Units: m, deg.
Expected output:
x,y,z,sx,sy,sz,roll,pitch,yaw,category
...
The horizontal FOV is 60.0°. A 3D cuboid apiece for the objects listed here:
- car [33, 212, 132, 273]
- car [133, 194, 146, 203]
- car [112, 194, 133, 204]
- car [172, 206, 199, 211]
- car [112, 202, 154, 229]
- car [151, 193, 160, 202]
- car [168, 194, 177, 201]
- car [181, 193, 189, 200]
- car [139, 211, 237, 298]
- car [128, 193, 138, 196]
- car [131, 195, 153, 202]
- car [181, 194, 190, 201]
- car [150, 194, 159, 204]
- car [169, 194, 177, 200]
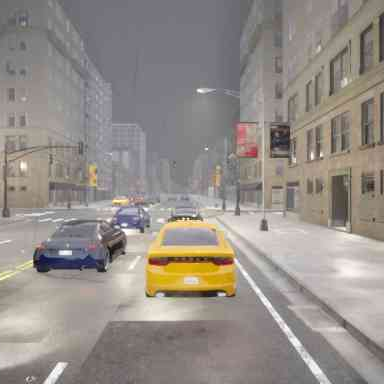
x,y,z,sx,sy,sz,roll,pitch,yaw,category
-3.356,1.564,10.722,1.994,1.385,4.181,0,0,-1,car
-11.227,1.371,71.052,2.097,1.767,4.553,0,0,-1,car
-10.899,1.491,51.128,1.882,1.535,5.008,0,0,-1,car
-0.354,1.507,18.065,1.837,1.490,4.892,0,0,-1,car
-3.535,1.528,19.464,1.812,1.442,4.674,0,0,-1,car
-7.980,1.241,71.208,2.150,2.045,5.566,0,0,-1,car
-4.962,1.567,82.205,1.994,1.385,4.181,0,0,-1,car
-1.889,1.237,90.626,2.097,1.767,4.553,0,0,-1,car
-0.054,1.478,8.584,1.882,1.535,5.008,0,0,-1,car
-11.075,1.237,61.063,2.150,2.045,5.566,0,0,-1,car
-7.646,1.614,51.090,1.895,1.301,4.718,0,0,-1,car
-1.677,1.367,80.625,2.097,1.767,4.553,0,0,-1,car
-7.816,1.563,60.733,2.033,1.411,5.357,0,0,-1,car
-5.164,1.369,91.804,2.097,1.767,4.553,0,0,-1,car
